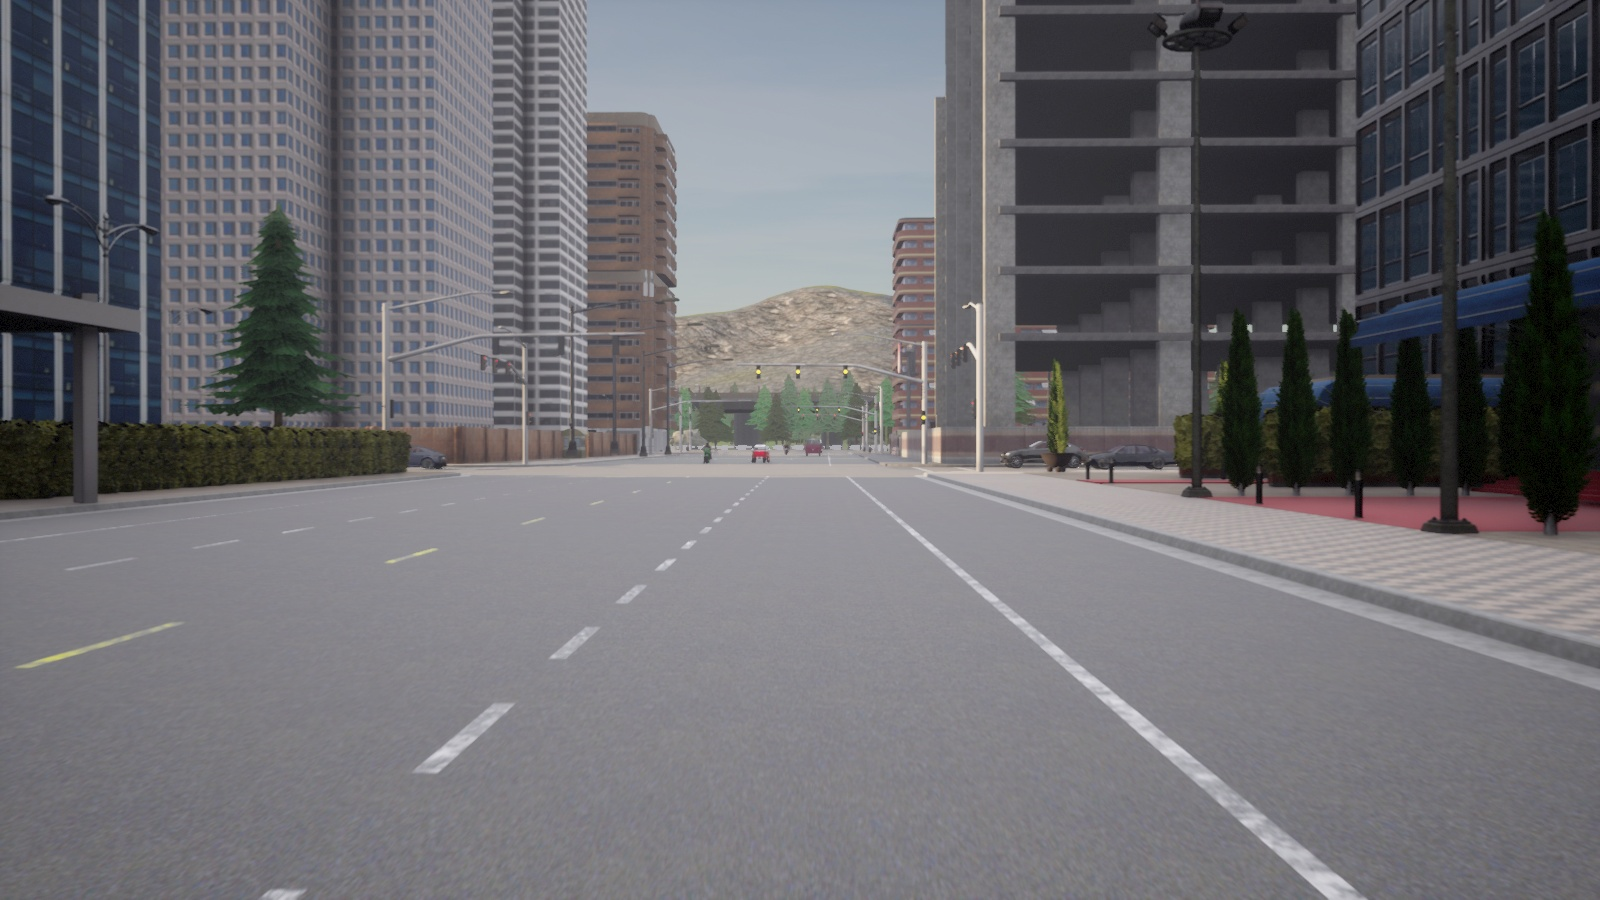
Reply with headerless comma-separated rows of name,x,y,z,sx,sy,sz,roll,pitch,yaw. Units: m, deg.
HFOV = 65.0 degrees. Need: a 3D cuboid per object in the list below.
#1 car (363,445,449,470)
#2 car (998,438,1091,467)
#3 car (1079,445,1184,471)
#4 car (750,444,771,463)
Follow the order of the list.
car,-22.102,0.395,70.515,4.181,1.385,1.994,0,0,2
car,14.303,0.122,73.574,5.027,1.651,2.152,0,0,1
car,18.451,0.414,70.024,5.357,1.411,2.033,0,0,1
car,-2.996,0.262,95.179,1.481,1.376,2.207,0,1,1
